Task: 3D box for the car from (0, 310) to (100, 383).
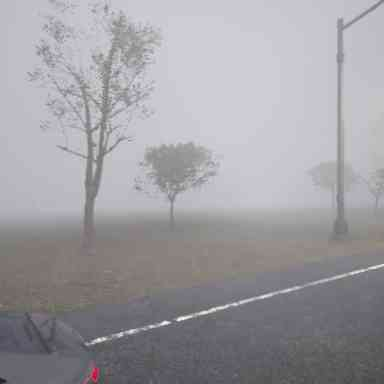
[{"bbox_3d":[-2.704,1.566,2.040,4.181,1.385,1.994,0,0,-35],"label":"car"}]
